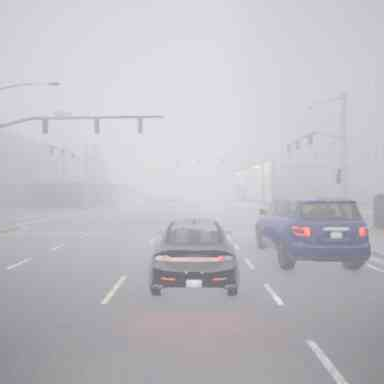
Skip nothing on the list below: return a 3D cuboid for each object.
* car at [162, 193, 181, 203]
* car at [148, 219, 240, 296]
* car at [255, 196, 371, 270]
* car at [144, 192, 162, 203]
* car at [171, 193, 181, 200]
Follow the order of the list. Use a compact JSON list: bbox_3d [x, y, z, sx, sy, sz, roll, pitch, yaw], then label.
[{"bbox_3d":[-3.562,1.167,58.268,2.033,1.411,5.357,0,0,1],"label":"car"},{"bbox_3d":[0.055,1.435,8.463,2.128,1.511,4.902,0,0,0],"label":"car"},{"bbox_3d":[3.570,1.149,10.907,2.150,2.045,5.566,0,0,0],"label":"car"},{"bbox_3d":[-7.065,0.970,58.427,2.097,1.767,4.553,0,0,0],"label":"car"},{"bbox_3d":[-3.513,1.019,73.748,1.837,1.490,4.892,0,0,0],"label":"car"}]
